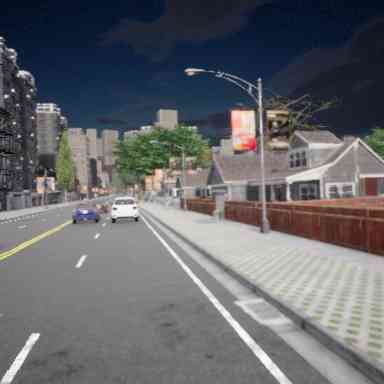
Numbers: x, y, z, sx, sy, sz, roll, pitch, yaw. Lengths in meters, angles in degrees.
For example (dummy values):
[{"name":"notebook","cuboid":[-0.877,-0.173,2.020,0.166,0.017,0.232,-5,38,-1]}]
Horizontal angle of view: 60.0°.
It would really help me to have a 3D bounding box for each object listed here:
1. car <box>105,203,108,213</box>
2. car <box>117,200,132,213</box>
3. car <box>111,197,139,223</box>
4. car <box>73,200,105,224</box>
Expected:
[{"name":"car","cuboid":[-12.213,1.857,43.886,2.097,1.767,4.553,-2,0,-11]},{"name":"car","cuboid":[-8.990,1.902,44.363,1.812,1.442,4.674,-2,0,-11]},{"name":"car","cuboid":[-5.837,1.473,29.010,2.150,2.045,5.566,-2,0,-11]},{"name":"car","cuboid":[-9.231,1.737,29.508,2.097,1.767,4.553,-2,0,-11]}]
